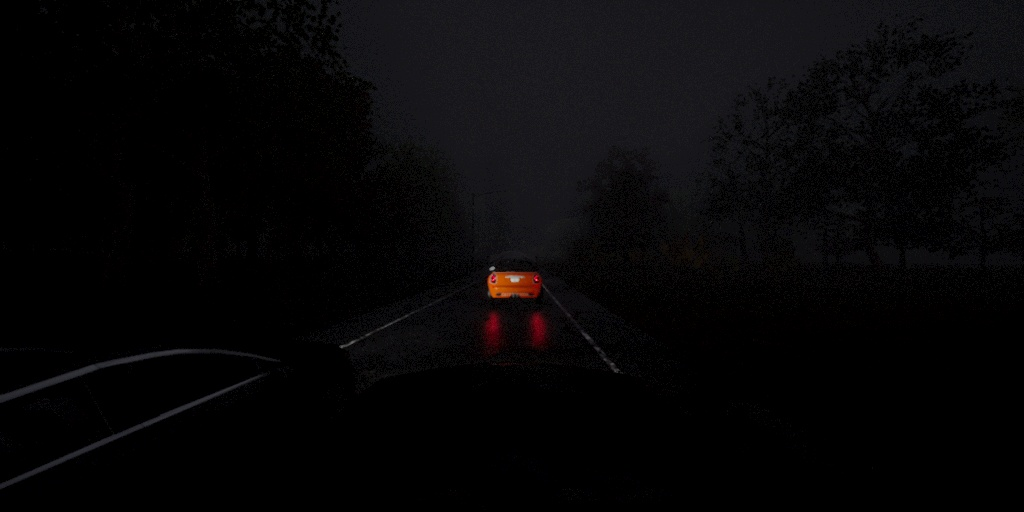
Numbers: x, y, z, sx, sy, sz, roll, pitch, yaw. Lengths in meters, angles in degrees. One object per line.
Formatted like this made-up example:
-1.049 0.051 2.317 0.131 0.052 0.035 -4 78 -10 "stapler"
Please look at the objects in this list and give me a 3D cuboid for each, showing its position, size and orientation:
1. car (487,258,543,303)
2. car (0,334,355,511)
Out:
0.113 0.877 15.299 2.097 1.767 4.553 0 1 0 "car"
-2.757 1.236 2.147 2.128 1.511 4.902 0 1 2 "car"
